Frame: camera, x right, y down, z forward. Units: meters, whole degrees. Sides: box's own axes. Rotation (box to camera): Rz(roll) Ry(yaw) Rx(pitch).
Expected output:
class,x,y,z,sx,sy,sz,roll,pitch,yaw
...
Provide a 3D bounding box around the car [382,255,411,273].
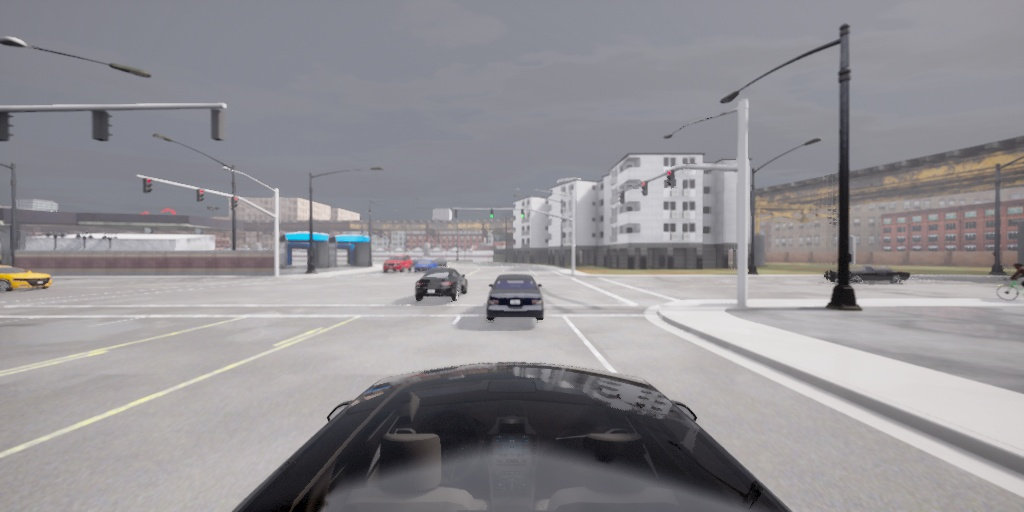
class,x,y,z,sx,sy,sz,roll,pitch,yaw
car,-13.454,0.898,42.542,2.150,2.045,5.566,0,0,0

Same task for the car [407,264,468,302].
class,x,y,z,sx,sy,sz,roll,pitch,yaw
car,-3.299,1.304,17.275,1.812,1.442,4.674,0,0,2

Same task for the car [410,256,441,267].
class,x,y,z,sx,sy,sz,roll,pitch,yaw
car,-9.977,1.157,41.610,1.882,1.535,5.008,0,1,-1

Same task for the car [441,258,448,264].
class,x,y,z,sx,sy,sz,roll,pitch,yaw
car,-11.192,1.095,56.461,1.837,1.490,4.892,0,0,-13

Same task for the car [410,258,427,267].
class,x,y,z,sx,sy,sz,roll,pitch,yaw
car,-15.954,1.113,60.999,2.033,1.411,5.357,0,0,-22

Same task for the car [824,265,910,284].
class,x,y,z,sx,sy,sz,roll,pitch,yaw
car,25.646,1.351,26.035,4.718,1.301,1.895,0,0,-1

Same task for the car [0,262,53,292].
class,x,y,z,sx,sy,sz,roll,pitch,yaw
car,-30.481,1.296,21.219,5.008,1.535,1.882,0,0,-1

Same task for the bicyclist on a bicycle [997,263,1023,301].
class,x,y,z,sx,sy,sz,roll,pitch,yaw
bicyclist on a bicycle,21.348,1.124,14.957,0.582,1.620,1.656,0,0,-1

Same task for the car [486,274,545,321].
class,x,y,z,sx,sy,sz,roll,pitch,yaw
car,0.115,1.341,12.664,2.033,1.411,5.357,0,0,1
